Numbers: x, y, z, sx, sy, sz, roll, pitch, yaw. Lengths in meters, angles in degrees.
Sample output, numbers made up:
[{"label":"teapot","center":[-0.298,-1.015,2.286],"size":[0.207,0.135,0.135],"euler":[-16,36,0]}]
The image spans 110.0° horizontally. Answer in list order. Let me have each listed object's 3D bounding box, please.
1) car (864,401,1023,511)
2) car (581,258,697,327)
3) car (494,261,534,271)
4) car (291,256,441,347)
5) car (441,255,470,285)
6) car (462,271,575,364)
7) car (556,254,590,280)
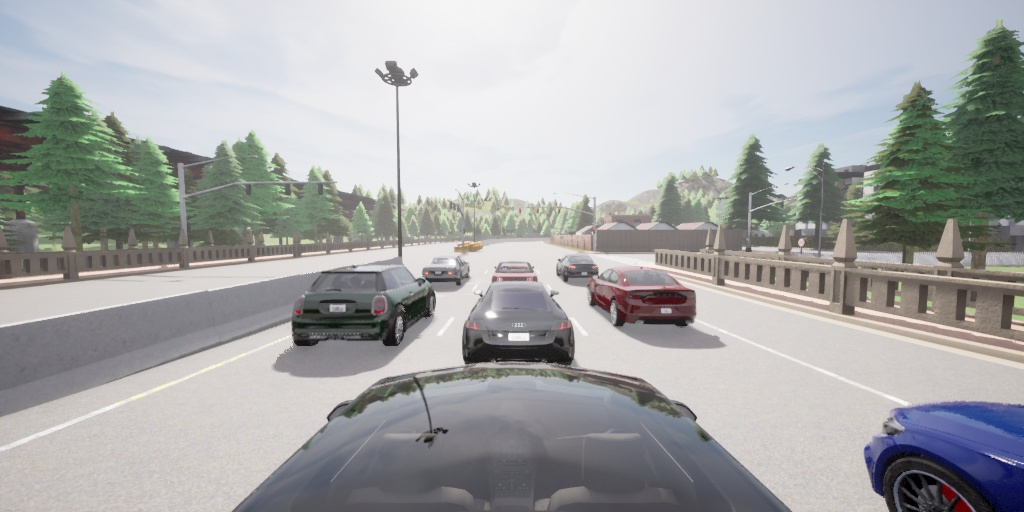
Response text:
[{"label":"car","center":[3.585,1.275,0.722],"size":[1.812,1.442,4.674],"euler":[0,0,0]},{"label":"car","center":[3.606,1.031,10.846],"size":[1.882,1.535,5.008],"euler":[0,2,0]},{"label":"car","center":[0.110,0.860,16.556],"size":[1.895,1.301,4.718],"euler":[0,3,0]},{"label":"car","center":[-3.396,0.972,9.121],"size":[2.097,1.767,4.553],"euler":[0,2,0]},{"label":"car","center":[-3.388,0.670,18.973],"size":[2.033,1.411,5.357],"euler":[0,3,0]},{"label":"car","center":[0.105,1.222,7.794],"size":[1.994,1.385,4.181],"euler":[0,2,0]},{"label":"car","center":[3.613,0.583,20.154],"size":[1.812,1.442,4.674],"euler":[0,3,0]}]
